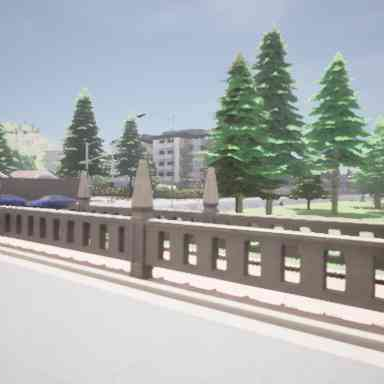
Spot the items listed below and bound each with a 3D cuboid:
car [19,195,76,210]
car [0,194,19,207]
[{"bbox_3d":[-13.268,1.023,31.407,1.812,1.442,4.674,1,1,38],"label":"car"},{"bbox_3d":[-17.963,0.956,31.048,1.812,1.442,4.674,1,1,38],"label":"car"}]
